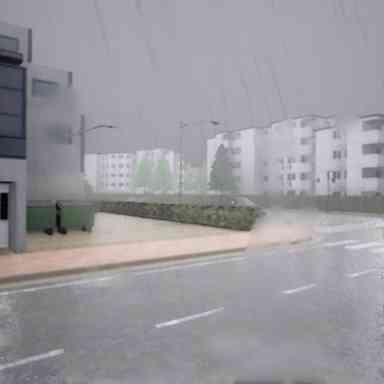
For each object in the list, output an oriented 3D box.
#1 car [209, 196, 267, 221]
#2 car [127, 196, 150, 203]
[{"bbox_3d":[3.727,1.345,28.098,2.150,2.045,5.566,0,0,-36],"label":"car"},{"bbox_3d":[-6.752,1.474,42.701,2.097,1.767,4.553,0,0,-36],"label":"car"}]
